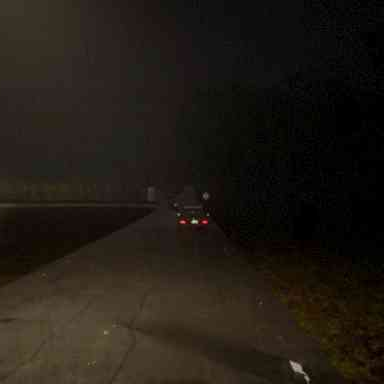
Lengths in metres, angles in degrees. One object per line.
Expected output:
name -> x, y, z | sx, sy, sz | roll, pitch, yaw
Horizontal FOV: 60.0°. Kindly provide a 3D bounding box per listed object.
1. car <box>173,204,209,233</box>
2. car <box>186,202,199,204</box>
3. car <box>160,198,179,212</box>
car -> 0.090, 1.698, 20.665 | 2.033, 1.411, 5.357 | 0, 0, 0
car -> 0.081, 1.800, 36.524 | 1.895, 1.301, 4.718 | 0, 0, 0
car -> -2.771, 1.557, 41.909 | 2.097, 1.767, 4.553 | 0, 0, 0
